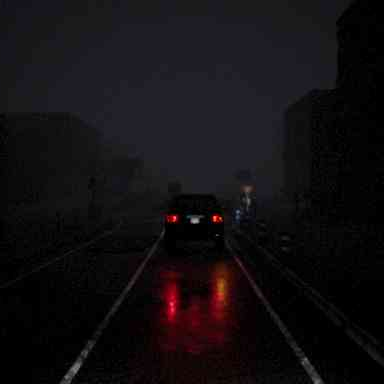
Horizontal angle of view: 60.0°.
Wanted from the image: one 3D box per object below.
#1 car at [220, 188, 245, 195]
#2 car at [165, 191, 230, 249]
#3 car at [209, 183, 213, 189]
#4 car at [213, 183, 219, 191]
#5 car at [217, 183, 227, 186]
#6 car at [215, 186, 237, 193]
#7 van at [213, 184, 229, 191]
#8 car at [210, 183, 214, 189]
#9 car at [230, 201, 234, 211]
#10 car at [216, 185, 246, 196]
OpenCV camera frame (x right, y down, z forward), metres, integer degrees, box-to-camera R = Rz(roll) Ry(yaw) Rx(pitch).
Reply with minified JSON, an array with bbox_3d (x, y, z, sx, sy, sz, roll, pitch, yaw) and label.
[{"bbox_3d":[8.187,-0.082,67.597,4.674,1.452,2.002,0,3,-1],"label":"car"},{"bbox_3d":[0.109,1.154,13.924,2.150,2.045,5.566,0,-2,0],"label":"car"},{"bbox_3d":[7.936,-1.008,89.623,5.008,1.535,2.097,0,2,-1],"label":"car"},{"bbox_3d":[8.149,-0.616,73.089,5.566,2.045,2.435,0,2,-1],"label":"car"},{"bbox_3d":[8.120,-0.371,70.342,4.553,1.767,2.185,0,2,-1],"label":"car"},{"bbox_3d":[8.052,-0.594,78.607,5.008,1.535,2.097,0,2,-1],"label":"car"},{"bbox_3d":[8.016,-1.324,92.249,4.442,1.987,1.878,0,2,-1],"label":"van"},{"bbox_3d":[7.932,-0.880,86.870,4.792,1.488,2.163,0,2,-1],"label":"car"},{"bbox_3d":[2.948,1.311,32.548,1.895,1.301,4.718,0,1,16],"label":"car"},{"bbox_3d":[8.029,0.001,64.838,5.366,1.575,1.946,0,3,-1],"label":"car"}]
